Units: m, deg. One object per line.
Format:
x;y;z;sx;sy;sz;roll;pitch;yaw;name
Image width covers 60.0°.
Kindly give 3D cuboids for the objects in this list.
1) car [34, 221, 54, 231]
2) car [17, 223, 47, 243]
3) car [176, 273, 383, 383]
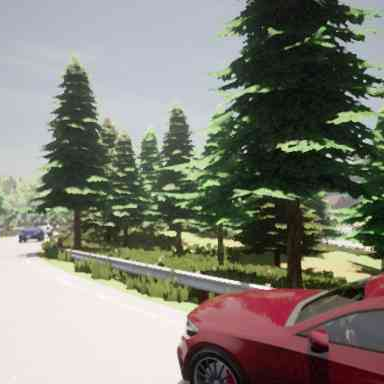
-18.591;4.664;41.388;2.150;2.045;5.566;-1;-5;-19;car
-15.194;3.997;31.597;1.812;1.442;4.674;-1;-5;-19;car
2.004;1.524;3.092;4.674;1.442;1.812;0;0;36;car
